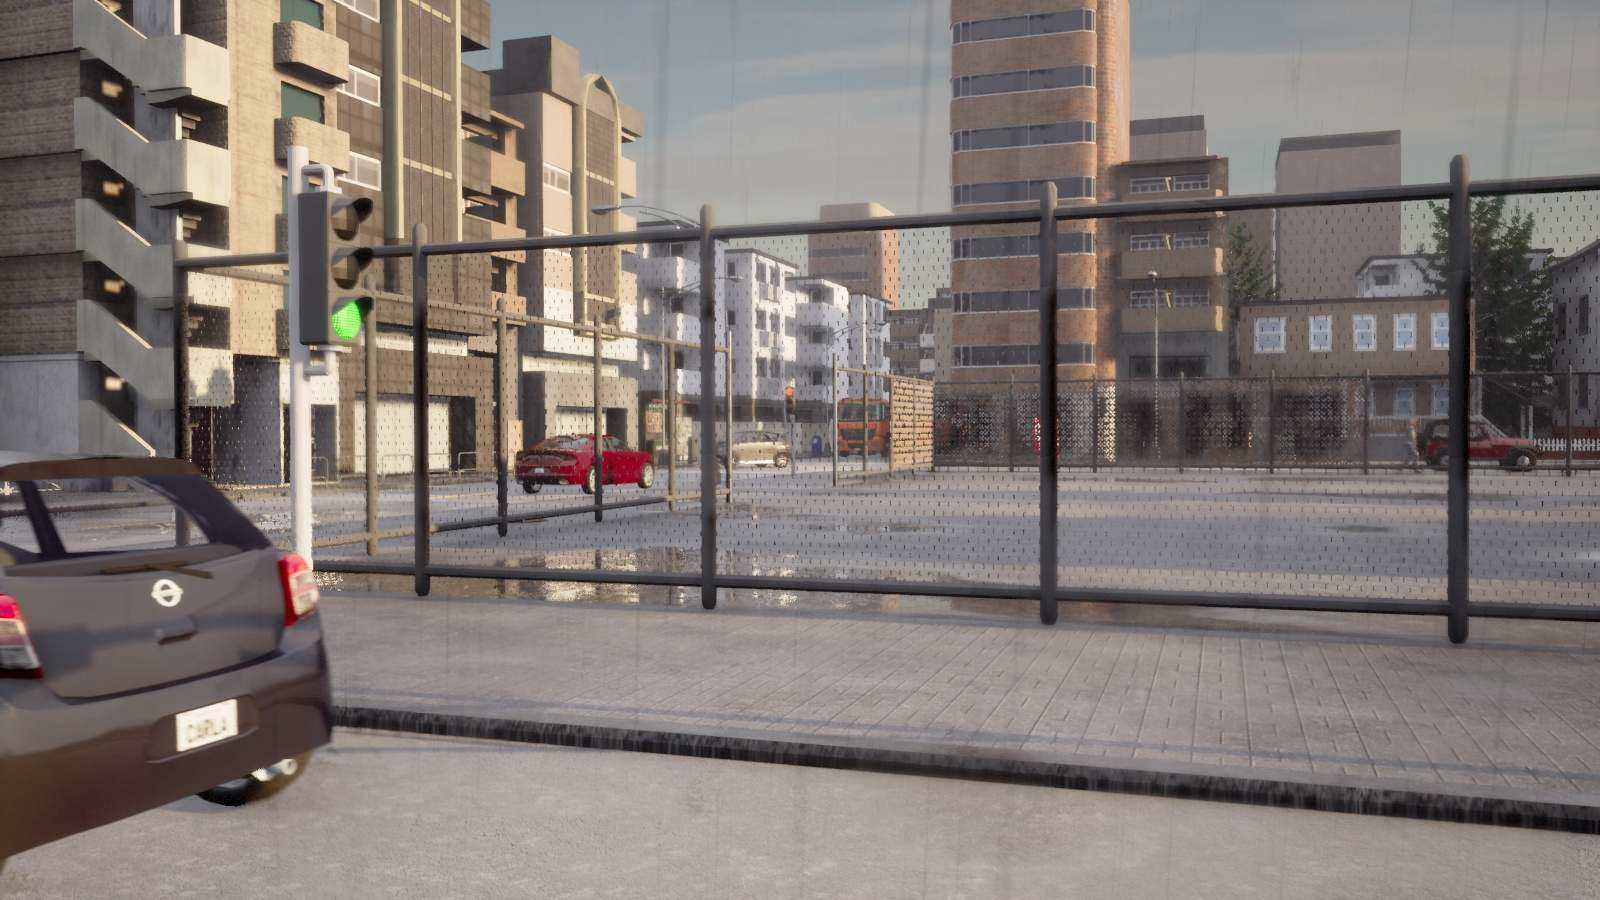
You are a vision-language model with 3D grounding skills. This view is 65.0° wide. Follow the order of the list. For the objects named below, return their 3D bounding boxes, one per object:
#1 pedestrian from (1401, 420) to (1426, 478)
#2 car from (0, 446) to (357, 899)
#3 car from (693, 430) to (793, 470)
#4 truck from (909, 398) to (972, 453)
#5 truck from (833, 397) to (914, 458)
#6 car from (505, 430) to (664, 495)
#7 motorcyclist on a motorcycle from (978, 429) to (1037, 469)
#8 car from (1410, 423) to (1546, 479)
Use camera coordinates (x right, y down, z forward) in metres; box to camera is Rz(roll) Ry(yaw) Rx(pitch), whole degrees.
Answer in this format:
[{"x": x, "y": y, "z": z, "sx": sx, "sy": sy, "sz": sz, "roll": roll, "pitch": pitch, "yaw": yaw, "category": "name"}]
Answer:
[{"x": 19.681, "y": -0.035, "z": 40.288, "sx": 0.706, "sy": 1.836, "sz": 0.354, "roll": 1, "pitch": 1, "yaw": 25, "category": "pedestrian"}, {"x": -3.896, "y": 0.745, "z": 5.035, "sx": 3.633, "sy": 1.501, "sz": 1.845, "roll": 1, "pitch": 1, "yaw": 19, "category": "car"}, {"x": -2.302, "y": -0.024, "z": 51.248, "sx": 3.705, "sy": 1.549, "sz": 1.789, "roll": 0, "pitch": 1, "yaw": -38, "category": "car"}, {"x": 10.383, "y": -1.776, "z": 92.243, "sx": 2.891, "sy": 3.827, "sz": 8.468, "roll": 1, "pitch": 1, "yaw": 18, "category": "truck"}, {"x": 4.478, "y": -1.336, "z": 74.755, "sx": 2.891, "sy": 3.462, "sz": 7.936, "roll": 1, "pitch": 1, "yaw": 18, "category": "truck"}, {"x": -5.473, "y": 0.262, "z": 32.603, "sx": 1.882, "sy": 1.535, "sz": 5.008, "roll": 1, "pitch": 1, "yaw": 19, "category": "car"}, {"x": 8.738, "y": -0.036, "z": 52.828, "sx": 2.350, "sy": 1.649, "sz": 0.766, "roll": 0, "pitch": 1, "yaw": 19, "category": "motorcyclist on a motorcycle"}, {"x": 23.479, "y": 0.012, "z": 43.646, "sx": 3.866, "sy": 1.878, "sz": 1.905, "roll": 1, "pitch": 1, "yaw": 19, "category": "car"}]
